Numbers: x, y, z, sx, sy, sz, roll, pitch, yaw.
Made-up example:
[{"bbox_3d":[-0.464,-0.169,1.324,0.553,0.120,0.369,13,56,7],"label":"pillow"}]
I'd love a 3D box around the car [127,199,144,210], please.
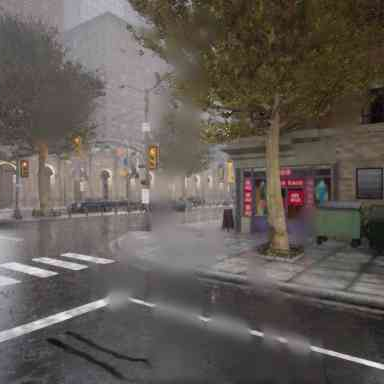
[{"bbox_3d":[-5.639,1.505,42.739,1.837,1.490,4.892,0,0,36],"label":"car"}]

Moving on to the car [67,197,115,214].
[{"bbox_3d":[-10.931,1.352,35.423,2.097,1.767,4.553,0,0,36],"label":"car"}]

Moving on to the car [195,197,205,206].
[{"bbox_3d":[0.183,1.505,50.778,1.837,1.490,4.892,0,0,36],"label":"car"}]

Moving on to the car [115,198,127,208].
[{"bbox_3d":[-10.121,1.595,47.893,1.895,1.301,4.718,0,0,36],"label":"car"}]

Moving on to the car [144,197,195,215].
[{"bbox_3d":[-2.170,1.505,33.539,1.837,1.490,4.892,0,0,36],"label":"car"}]
